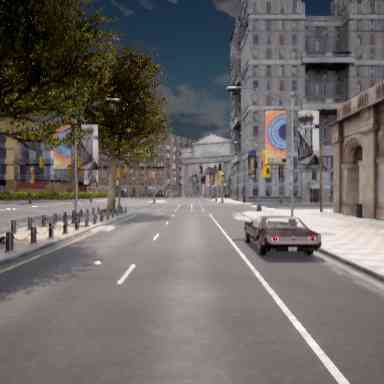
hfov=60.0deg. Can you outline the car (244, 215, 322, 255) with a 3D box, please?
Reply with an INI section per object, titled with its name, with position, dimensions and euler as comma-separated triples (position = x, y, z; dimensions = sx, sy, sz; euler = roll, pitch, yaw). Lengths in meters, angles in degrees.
[car]
position = 3.249, 1.561, 12.948
dimensions = 1.895, 1.301, 4.718
euler = 0, 0, 0
